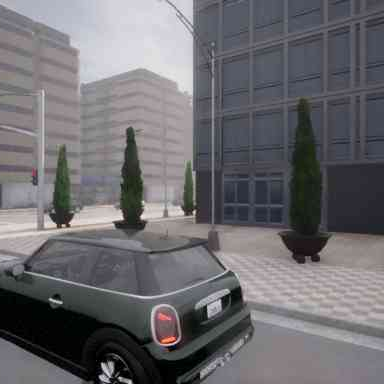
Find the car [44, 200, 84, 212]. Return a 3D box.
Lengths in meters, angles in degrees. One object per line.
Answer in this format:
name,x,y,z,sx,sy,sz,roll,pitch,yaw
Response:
car,-14.093,1.560,35.981,1.837,1.490,4.892,0,0,35

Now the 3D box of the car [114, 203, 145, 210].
car,-8.198,1.581,44.321,1.812,1.442,4.674,0,0,35

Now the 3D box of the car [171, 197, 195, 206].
car,-1.361,1.561,53.990,1.837,1.490,4.892,0,0,35

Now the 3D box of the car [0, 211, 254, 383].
car,-1.472,1.352,5.043,4.553,1.767,2.097,0,0,35
